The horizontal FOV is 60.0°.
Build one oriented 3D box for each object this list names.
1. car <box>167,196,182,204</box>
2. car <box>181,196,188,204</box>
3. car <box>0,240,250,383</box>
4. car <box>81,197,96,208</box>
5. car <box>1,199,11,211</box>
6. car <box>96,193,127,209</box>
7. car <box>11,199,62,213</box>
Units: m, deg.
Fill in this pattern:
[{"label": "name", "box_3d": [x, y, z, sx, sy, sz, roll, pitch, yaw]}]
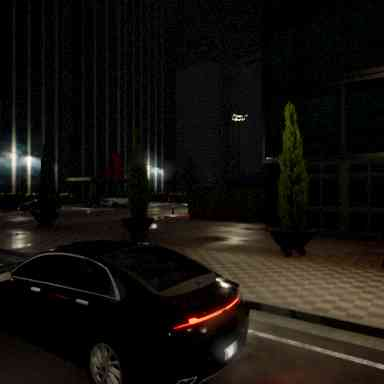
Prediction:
[{"label": "car", "box_3d": [-2.772, 1.493, 63.837, 2.128, 1.511, 4.902, 0, 0, 35]}, {"label": "car", "box_3d": [0.543, 1.565, 62.455, 1.994, 1.385, 4.181, 0, 0, 35]}, {"label": "car", "box_3d": [-1.536, 1.505, 5.101, 4.892, 1.490, 1.837, 0, 0, 36]}, {"label": "car", "box_3d": [-13.765, 1.505, 48.331, 1.837, 1.490, 4.892, 0, 0, 35]}, {"label": "car", "box_3d": [-21.052, 1.547, 37.962, 2.033, 1.411, 5.357, 0, 0, 35]}, {"label": "car", "box_3d": [-10.307, 1.220, 47.165, 2.150, 2.045, 5.566, 0, 0, 35]}, {"label": "car", "box_3d": [-17.104, 1.491, 37.498, 2.128, 1.511, 4.902, 0, 0, 35]}]
